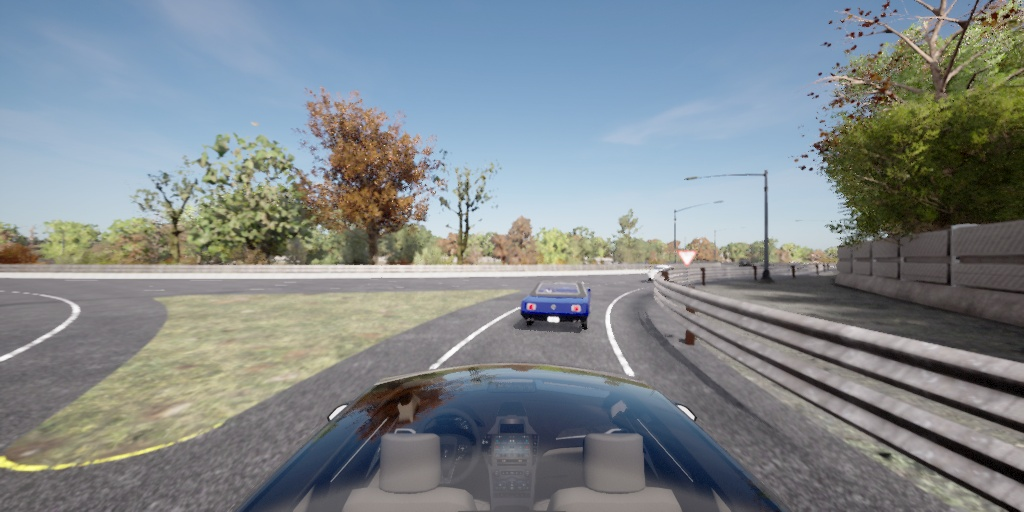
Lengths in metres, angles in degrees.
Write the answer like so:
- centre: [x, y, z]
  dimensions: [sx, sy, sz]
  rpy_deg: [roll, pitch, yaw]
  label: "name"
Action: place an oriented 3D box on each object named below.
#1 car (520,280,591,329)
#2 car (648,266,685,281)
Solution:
- centre: [1.642, 1.442, 11.832]
  dimensions: [1.895, 1.301, 4.718]
  rpy_deg: [0, 0, 13]
  label: "car"
- centre: [14.059, 1.592, 32.683]
  dimensions: [4.674, 1.442, 1.812]
  rpy_deg: [0, -1, -43]
  label: "car"
